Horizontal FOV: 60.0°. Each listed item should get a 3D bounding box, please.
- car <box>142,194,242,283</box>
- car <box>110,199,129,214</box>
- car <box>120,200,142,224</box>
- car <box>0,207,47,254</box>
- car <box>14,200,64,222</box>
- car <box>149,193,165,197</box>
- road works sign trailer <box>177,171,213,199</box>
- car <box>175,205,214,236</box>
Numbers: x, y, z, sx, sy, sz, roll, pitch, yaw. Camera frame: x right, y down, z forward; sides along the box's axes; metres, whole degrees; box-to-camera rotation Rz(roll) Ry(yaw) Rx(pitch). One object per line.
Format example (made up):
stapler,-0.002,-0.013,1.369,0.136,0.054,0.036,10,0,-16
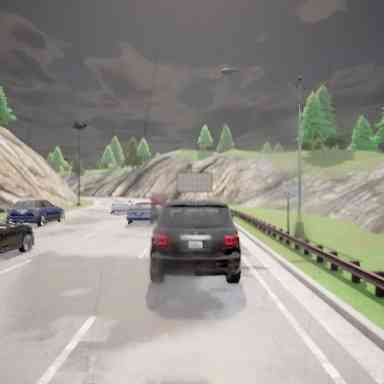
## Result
car,0.086,1.200,9.693,2.150,2.045,5.566,0,0,0
car,-7.202,1.448,34.794,1.812,1.442,4.674,0,0,-3
car,-3.445,1.493,24.349,2.033,1.411,5.357,0,0,1
car,-6.914,1.467,10.714,2.128,1.511,4.902,0,0,0
car,-10.432,1.302,22.590,2.097,1.767,4.553,0,0,0
car,-4.444,1.120,44.132,2.150,2.045,5.566,0,0,-8
road works sign trailer,0.185,0.414,22.403,2.380,3.560,2.880,0,0,0
car,0.111,1.516,18.908,1.994,1.385,4.181,0,0,-1
